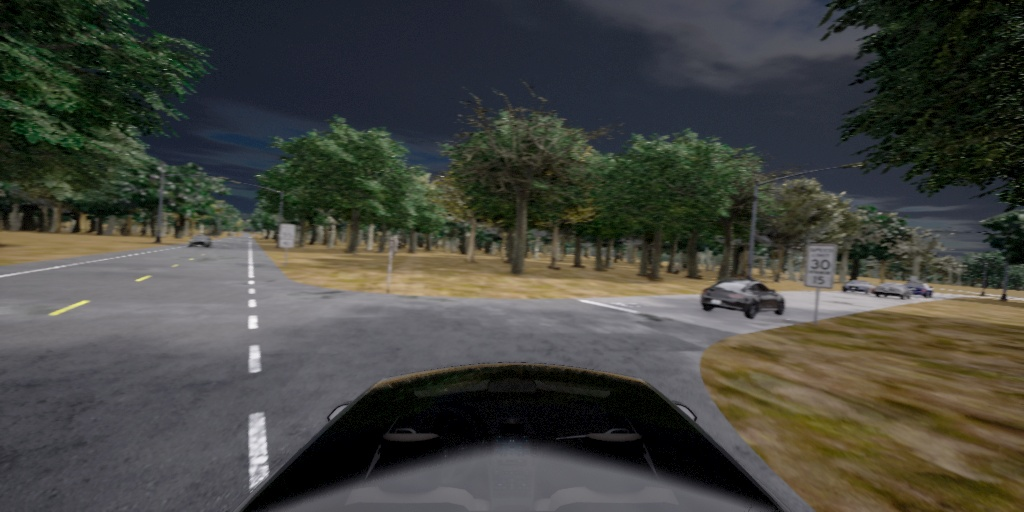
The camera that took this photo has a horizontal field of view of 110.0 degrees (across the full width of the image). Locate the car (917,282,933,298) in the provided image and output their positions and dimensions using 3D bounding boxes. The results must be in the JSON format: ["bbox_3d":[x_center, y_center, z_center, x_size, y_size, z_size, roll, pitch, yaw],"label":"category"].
[{"bbox_3d":[46.212,3.774,40.944,4.553,1.767,2.097,4,1,-35],"label":"car"}]

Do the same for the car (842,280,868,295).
[{"bbox_3d":[36.681,3.278,37.910,4.181,1.385,1.994,4,1,-35],"label":"car"}]

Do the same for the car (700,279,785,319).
[{"bbox_3d":[9.735,1.695,15.104,4.674,1.442,1.812,3,1,-35],"label":"car"}]

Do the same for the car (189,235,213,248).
[{"bbox_3d":[-40.508,-1.987,46.784,2.097,1.767,4.553,4,0,-36],"label":"car"}]

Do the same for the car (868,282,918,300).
[{"bbox_3d":[35.266,3.204,33.161,5.357,1.411,2.033,4,1,-35],"label":"car"}]
